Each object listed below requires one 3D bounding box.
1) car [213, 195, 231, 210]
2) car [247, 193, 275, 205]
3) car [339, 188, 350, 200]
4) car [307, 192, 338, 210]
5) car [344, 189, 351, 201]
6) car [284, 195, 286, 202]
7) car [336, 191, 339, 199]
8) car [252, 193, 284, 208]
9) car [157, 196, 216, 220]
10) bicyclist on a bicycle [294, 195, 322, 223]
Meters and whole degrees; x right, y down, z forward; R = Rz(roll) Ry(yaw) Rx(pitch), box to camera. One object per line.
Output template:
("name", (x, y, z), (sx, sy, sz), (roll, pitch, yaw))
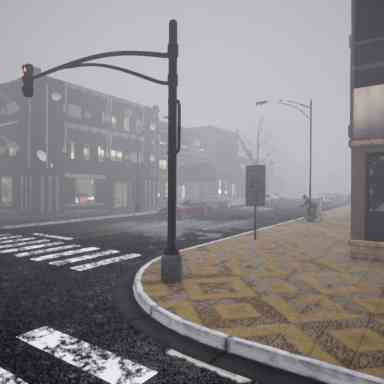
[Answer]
("car", (2.411, 1.011, 33.359), (2.008, 1.369, 4.403), (2, 2, 35))
("car", (8.886, 0.821, 42.604), (1.887, 1.381, 4.507), (2, 2, 35))
("car", (24.237, 0.572, 54.535), (2.033, 1.411, 5.357), (1, 1, 36))
("car", (12.673, 0.993, 33.051), (2.008, 1.369, 4.403), (2, 2, 35))
("car", (25.436, 0.619, 51.669), (1.887, 1.381, 4.507), (2, 2, 35))
("car", (12.126, 0.767, 47.226), (1.802, 1.307, 4.206), (2, 2, 35))
("car", (18.555, 0.788, 46.299), (1.895, 1.301, 4.718), (1, 1, 35))
("car", (8.254, 0.906, 37.016), (1.812, 1.442, 4.674), (1, 1, 35))
("car", (-0.437, 1.230, 24.491), (1.895, 1.301, 4.718), (1, 1, 35))
("bicyclist on a bicycle", (6.797, 1.003, 19.582), (1.656, 1.620, 0.582), (0, 1, 35))
